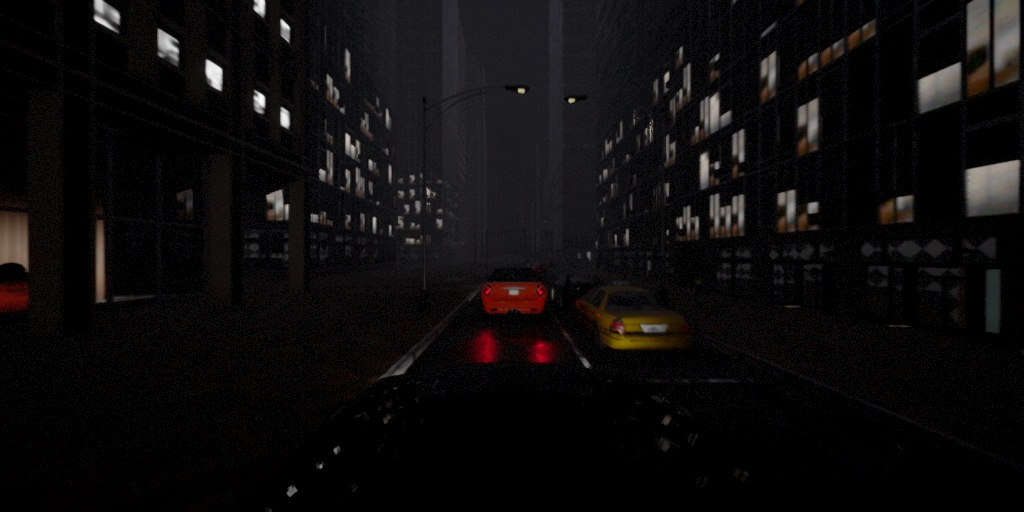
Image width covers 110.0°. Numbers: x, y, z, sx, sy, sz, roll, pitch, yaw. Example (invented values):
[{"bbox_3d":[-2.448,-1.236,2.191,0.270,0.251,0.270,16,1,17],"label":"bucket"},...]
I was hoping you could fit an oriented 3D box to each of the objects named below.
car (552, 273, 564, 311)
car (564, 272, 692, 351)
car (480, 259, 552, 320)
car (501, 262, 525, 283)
[{"bbox_3d":[2.568,1.294,14.168,2.007,1.370,4.403,0,0,0],"label":"car"},{"bbox_3d":[2.567,1.272,8.786,1.751,1.417,4.829,0,0,0],"label":"car"},{"bbox_3d":[0.072,1.095,12.775,2.097,1.767,4.553,0,0,0],"label":"car"},{"bbox_3d":[0.081,1.259,28.963,1.812,1.442,4.674,0,0,0],"label":"car"}]
